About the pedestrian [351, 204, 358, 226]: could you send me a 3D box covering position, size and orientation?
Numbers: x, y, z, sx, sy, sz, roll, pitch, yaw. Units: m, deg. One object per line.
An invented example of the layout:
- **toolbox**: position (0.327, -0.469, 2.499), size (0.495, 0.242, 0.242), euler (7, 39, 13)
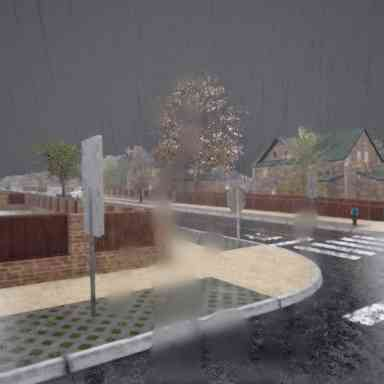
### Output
- **pedestrian**: position (8.638, 1.235, 17.642), size (0.500, 1.100, 0.500), euler (0, 0, -35)

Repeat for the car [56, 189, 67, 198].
- **car**: position (-21.727, 0.311, 56.434), size (2.128, 1.511, 4.902), euler (-2, 2, -33)

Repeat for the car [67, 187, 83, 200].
- **car**: position (-15.890, 0.231, 48.006), size (2.150, 2.045, 5.566), euler (-2, 2, -35)
